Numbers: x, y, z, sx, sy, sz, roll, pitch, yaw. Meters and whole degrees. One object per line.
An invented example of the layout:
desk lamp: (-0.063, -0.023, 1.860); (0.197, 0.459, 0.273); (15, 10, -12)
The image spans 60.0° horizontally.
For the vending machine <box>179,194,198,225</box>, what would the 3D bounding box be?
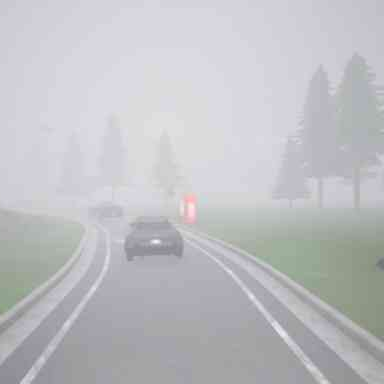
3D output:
vending machine: (-0.242, 1.178, 23.336); (1.100, 2.100, 0.880); (-1, 0, -21)

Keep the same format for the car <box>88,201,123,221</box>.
car: (-7.430, 1.520, 28.249); (1.882, 1.535, 5.008); (0, 0, -31)

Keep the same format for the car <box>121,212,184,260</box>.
car: (-1.553, 1.567, 12.657); (1.994, 1.385, 4.181); (-1, 0, -11)
